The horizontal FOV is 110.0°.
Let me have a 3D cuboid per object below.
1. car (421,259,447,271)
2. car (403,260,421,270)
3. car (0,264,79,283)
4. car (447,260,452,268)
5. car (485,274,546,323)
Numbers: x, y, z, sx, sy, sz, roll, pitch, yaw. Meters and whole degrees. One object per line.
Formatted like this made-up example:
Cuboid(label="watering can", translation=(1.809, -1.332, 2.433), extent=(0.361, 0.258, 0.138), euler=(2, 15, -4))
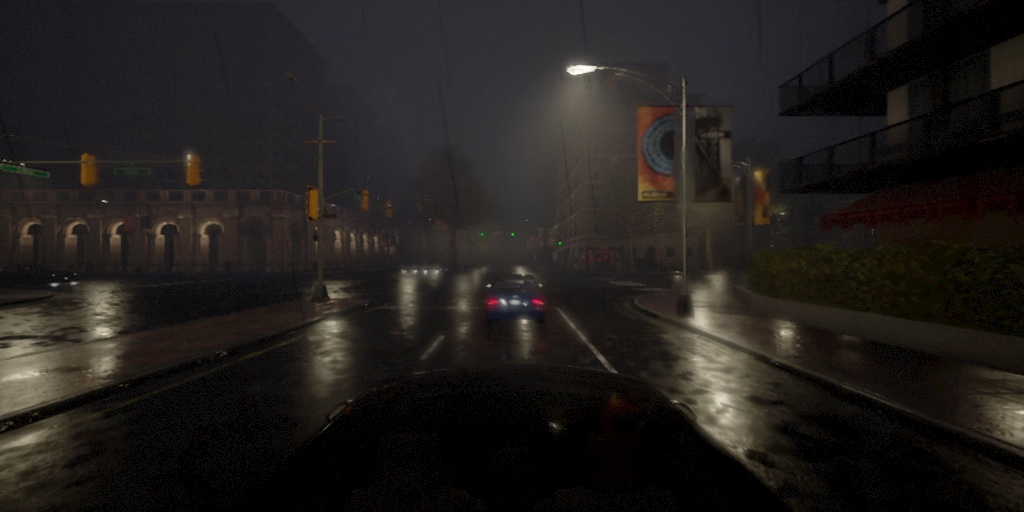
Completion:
Cuboid(label="car", translation=(-11.521, 1.218, 53.311), extent=(2.097, 1.767, 4.553), euler=(0, 0, 0))
Cuboid(label="car", translation=(-15.004, 1.348, 55.352), extent=(1.882, 1.535, 5.008), euler=(0, 0, 0))
Cuboid(label="car", translation=(-37.449, 1.355, 27.973), extent=(5.357, 1.411, 2.033), euler=(0, 0, 0))
Cuboid(label="car", translation=(-11.458, 1.449, 61.950), extent=(1.994, 1.385, 4.181), euler=(0, 0, 0))
Cuboid(label="car", translation=(0.104, 1.321, 12.246), extent=(2.033, 1.411, 5.357), euler=(0, 0, 0))
